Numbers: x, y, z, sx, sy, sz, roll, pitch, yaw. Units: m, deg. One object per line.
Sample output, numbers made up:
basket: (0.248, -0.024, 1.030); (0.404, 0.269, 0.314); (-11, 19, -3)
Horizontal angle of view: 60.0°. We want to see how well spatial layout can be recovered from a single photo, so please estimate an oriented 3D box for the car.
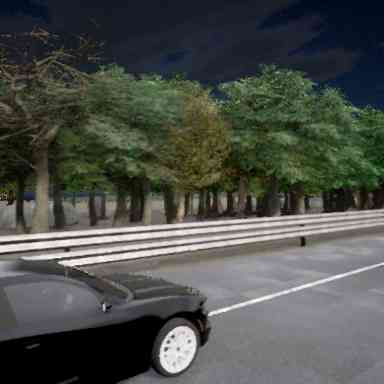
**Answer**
car: (-1.999, 1.541, 3.878); (5.008, 1.535, 1.882); (0, -1, -37)
